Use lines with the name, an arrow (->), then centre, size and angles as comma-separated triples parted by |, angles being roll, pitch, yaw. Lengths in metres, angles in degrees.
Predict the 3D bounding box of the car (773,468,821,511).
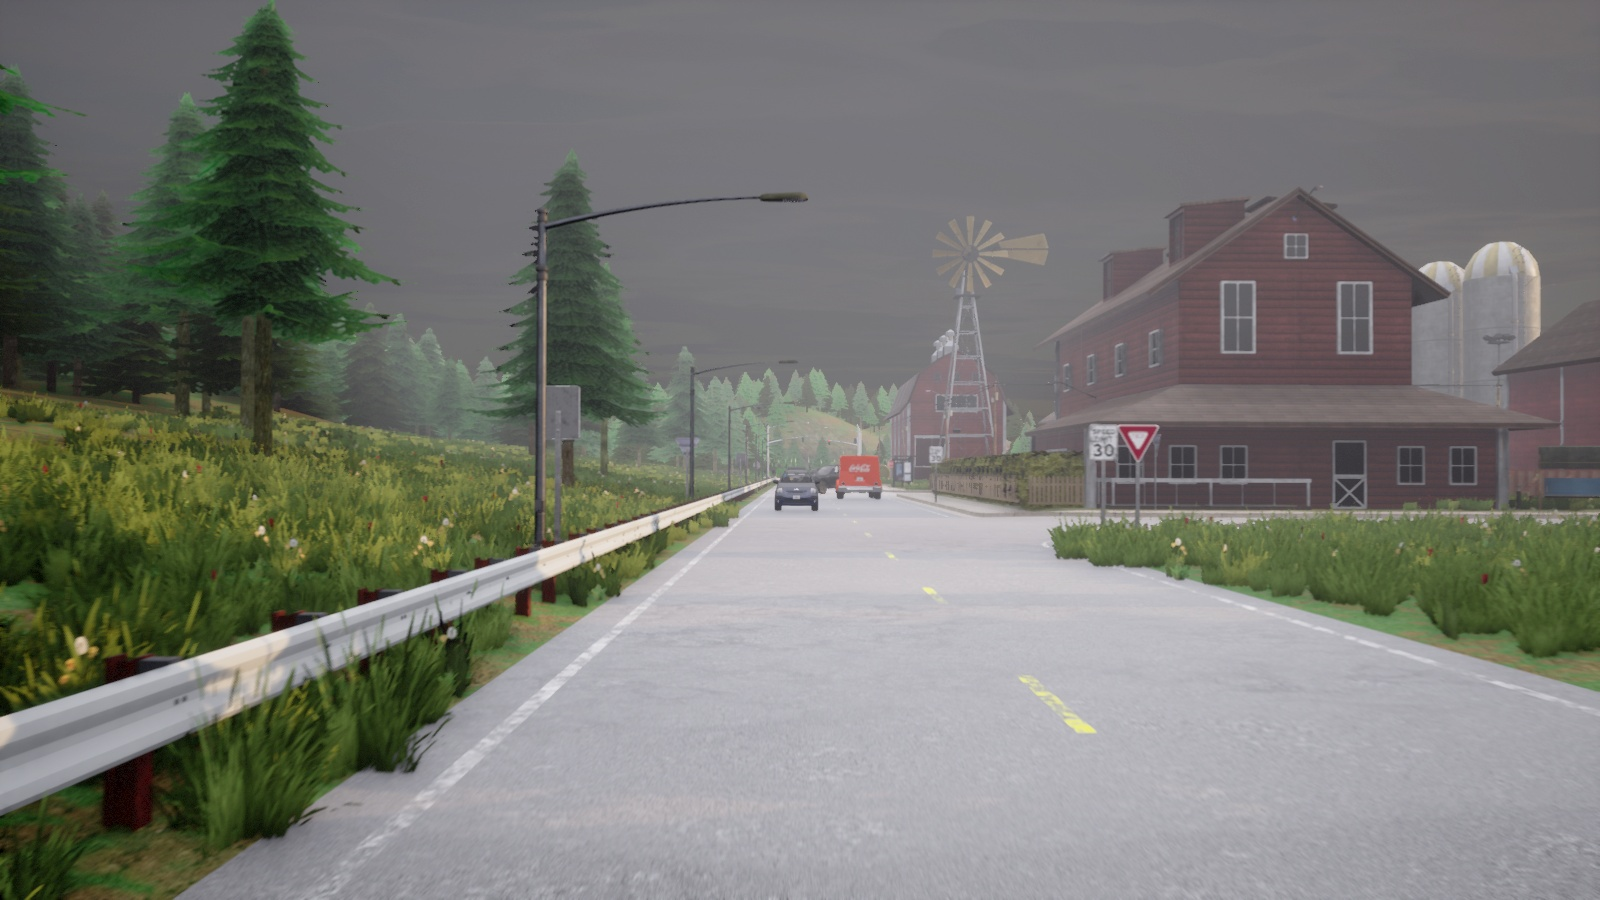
car -> -0.122, 1.553, 50.161 | 1.851, 1.617, 3.988 | 0, -1, 0

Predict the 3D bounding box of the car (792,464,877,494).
car -> 2.414, 1.975, 86.689 | 5.566, 2.045, 2.150 | 0, -1, -33

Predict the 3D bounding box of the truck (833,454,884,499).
truck -> 3.322, 1.526, 72.384 | 2.627, 2.467, 5.204 | 0, -1, 0
